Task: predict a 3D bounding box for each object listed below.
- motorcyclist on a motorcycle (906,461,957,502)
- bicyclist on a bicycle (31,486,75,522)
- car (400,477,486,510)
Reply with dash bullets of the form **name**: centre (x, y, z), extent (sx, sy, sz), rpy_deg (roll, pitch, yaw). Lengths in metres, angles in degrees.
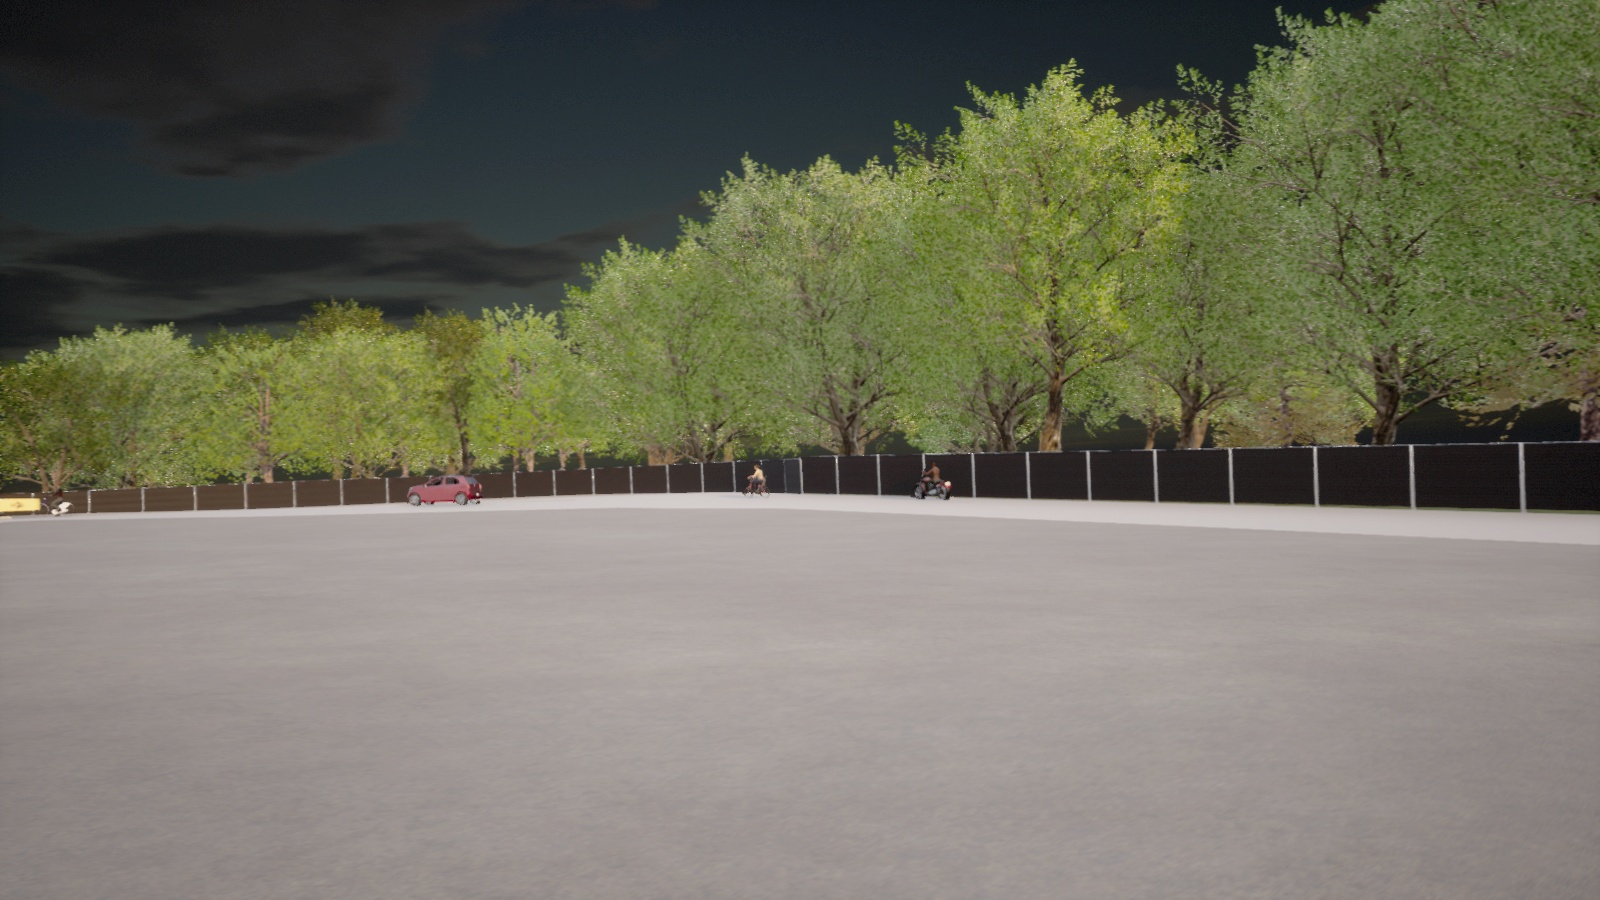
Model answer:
- **motorcyclist on a motorcycle**: centre (5.514, 1.306, 52.770), extent (0.766, 1.649, 2.350), rpy_deg (-3, 1, -33)
- **bicyclist on a bicycle**: centre (-37.717, 2.720, 63.434), extent (1.843, 1.776, 0.659), rpy_deg (-1, -2, -23)
- **car**: centre (-17.868, 2.163, 62.931), extent (3.633, 1.501, 1.845), rpy_deg (-2, -1, 11)
